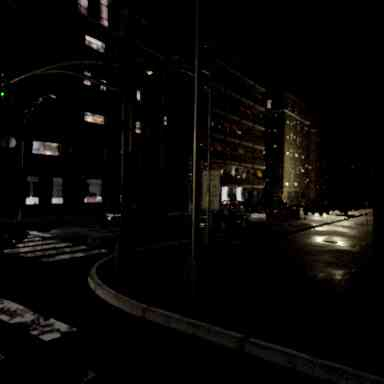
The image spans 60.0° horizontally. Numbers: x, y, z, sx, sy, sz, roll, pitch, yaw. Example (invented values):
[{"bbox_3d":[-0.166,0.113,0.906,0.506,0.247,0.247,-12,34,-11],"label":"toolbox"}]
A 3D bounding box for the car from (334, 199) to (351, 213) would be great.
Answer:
[{"bbox_3d":[20.424,1.965,46.903,2.192,1.841,5.009,0,-1,35],"label":"car"}]

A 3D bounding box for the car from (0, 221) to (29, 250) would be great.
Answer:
[{"bbox_3d":[-8.012,1.356,10.911,1.895,1.301,4.718,1,0,35],"label":"car"}]

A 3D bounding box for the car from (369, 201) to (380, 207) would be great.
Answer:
[{"bbox_3d":[45.089,3.005,82.229,1.947,1.339,4.313,0,-1,35],"label":"car"}]

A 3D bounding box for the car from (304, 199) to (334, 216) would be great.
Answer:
[{"bbox_3d":[14.228,1.766,38.043,2.192,1.841,5.009,0,-1,35],"label":"car"}]

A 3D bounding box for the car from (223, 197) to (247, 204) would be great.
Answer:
[{"bbox_3d":[4.268,1.630,38.420,1.967,1.590,4.097,0,-1,35],"label":"car"}]

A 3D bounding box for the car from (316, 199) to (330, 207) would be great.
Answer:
[{"bbox_3d":[29.055,2.426,73.863,1.967,1.590,4.097,0,-1,35],"label":"car"}]

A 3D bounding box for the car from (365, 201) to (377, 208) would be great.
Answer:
[{"bbox_3d":[41.892,2.904,77.658,1.947,1.339,4.313,0,-1,35],"label":"car"}]

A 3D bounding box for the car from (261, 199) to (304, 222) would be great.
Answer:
[{"bbox_3d":[8.030,1.691,29.180,1.967,1.590,4.097,0,-1,35],"label":"car"}]

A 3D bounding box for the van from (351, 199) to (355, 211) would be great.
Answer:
[{"bbox_3d":[23.523,2.091,51.333,1.690,1.788,3.998,0,-1,35],"label":"van"}]

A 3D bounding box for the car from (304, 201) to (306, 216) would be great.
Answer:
[{"bbox_3d":[10.754,1.905,37.743,2.033,1.411,5.357,1,0,35],"label":"car"}]

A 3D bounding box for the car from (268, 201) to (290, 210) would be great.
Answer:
[{"bbox_3d":[13.562,2.040,51.710,2.008,1.369,4.403,0,-1,35],"label":"car"}]

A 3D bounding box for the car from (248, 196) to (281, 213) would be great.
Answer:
[{"bbox_3d":[9.466,1.559,41.263,2.150,2.045,5.566,1,0,35],"label":"car"}]

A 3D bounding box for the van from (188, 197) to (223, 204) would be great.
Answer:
[{"bbox_3d":[1.171,1.431,33.991,1.690,1.788,3.998,0,-1,35],"label":"van"}]

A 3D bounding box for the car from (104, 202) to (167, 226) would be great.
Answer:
[{"bbox_3d":[-3.680,1.406,22.512,2.128,1.511,4.902,1,0,35],"label":"car"}]

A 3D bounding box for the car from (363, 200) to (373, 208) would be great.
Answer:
[{"bbox_3d":[38.727,2.797,73.073,2.008,1.369,4.403,0,-1,35],"label":"car"}]

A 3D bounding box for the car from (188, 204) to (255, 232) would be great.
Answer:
[{"bbox_3d":[1.833,1.601,20.317,2.008,1.369,4.403,0,-1,35],"label":"car"}]

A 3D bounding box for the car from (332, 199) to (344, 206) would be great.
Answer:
[{"bbox_3d":[38.226,2.718,86.975,1.967,1.590,4.097,0,-1,35],"label":"car"}]

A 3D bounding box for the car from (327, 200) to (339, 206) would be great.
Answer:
[{"bbox_3d":[34.929,2.699,82.263,1.752,1.417,4.829,0,-1,35],"label":"car"}]

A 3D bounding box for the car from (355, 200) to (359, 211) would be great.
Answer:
[{"bbox_3d":[26.621,2.164,55.764,2.192,1.841,5.009,0,-1,35],"label":"car"}]

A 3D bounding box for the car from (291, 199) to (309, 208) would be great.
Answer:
[{"bbox_3d":[19.759,2.129,60.572,1.967,1.590,4.097,0,-1,35],"label":"car"}]
